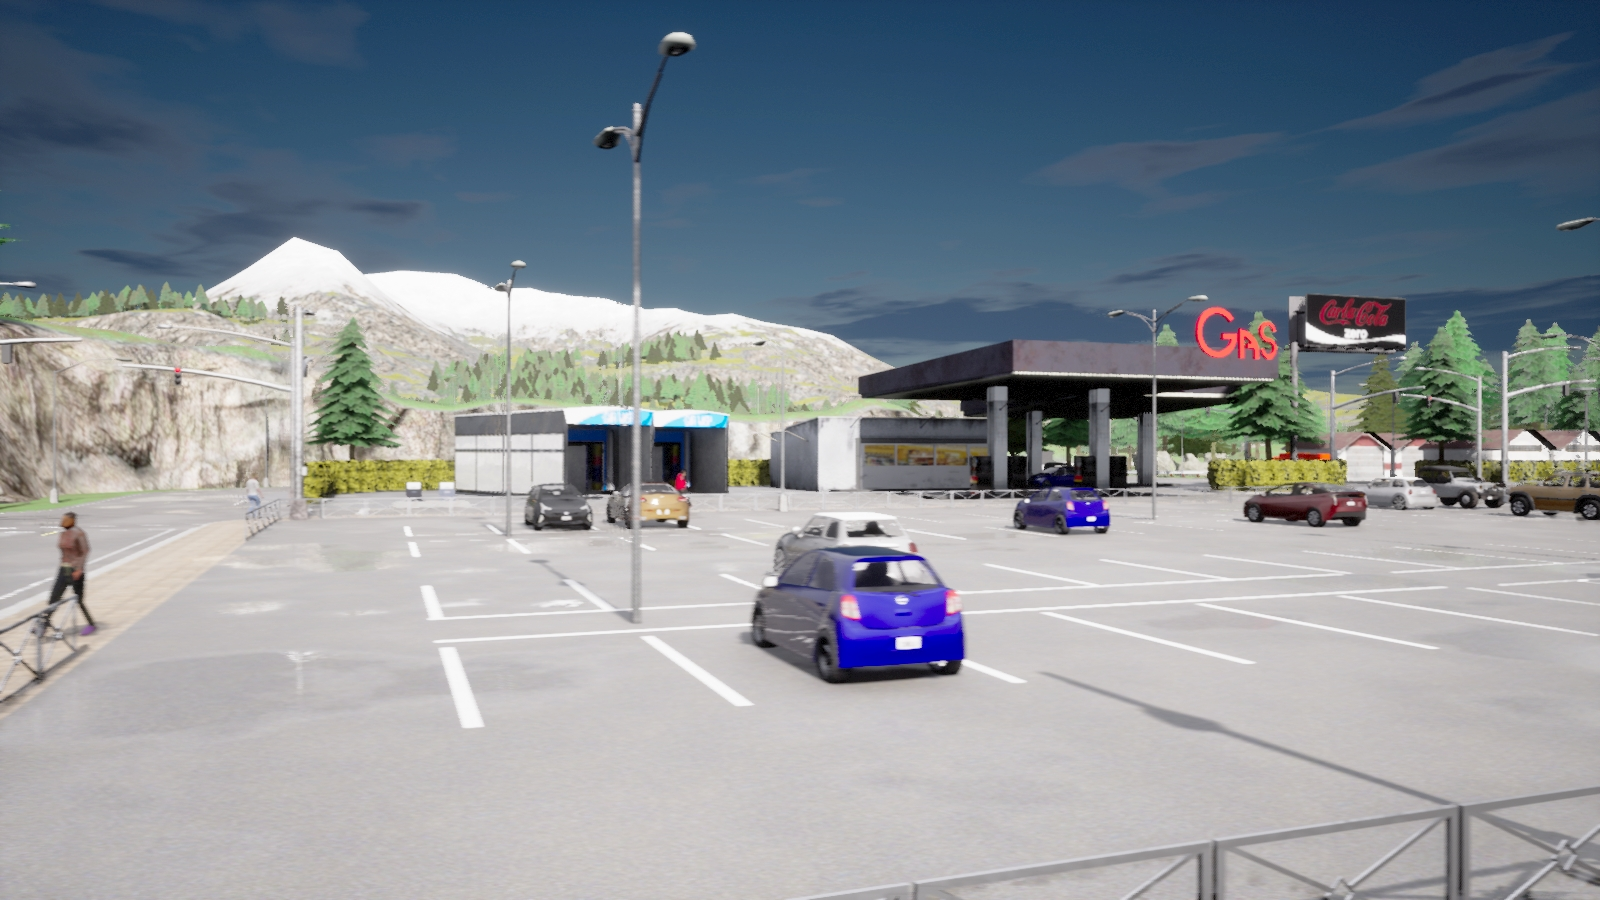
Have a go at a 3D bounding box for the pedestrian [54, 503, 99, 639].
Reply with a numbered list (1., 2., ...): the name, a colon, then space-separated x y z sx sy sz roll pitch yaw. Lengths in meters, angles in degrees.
1. pedestrian: -10.140 1.679 16.025 0.375 1.860 0.375 0 0 13

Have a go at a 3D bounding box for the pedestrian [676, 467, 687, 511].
1. pedestrian: -5.133 1.687 49.554 0.375 1.860 0.375 0 0 -20

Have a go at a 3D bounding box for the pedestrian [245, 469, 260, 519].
1. pedestrian: -20.737 1.667 43.282 0.375 1.860 0.375 0 0 16
